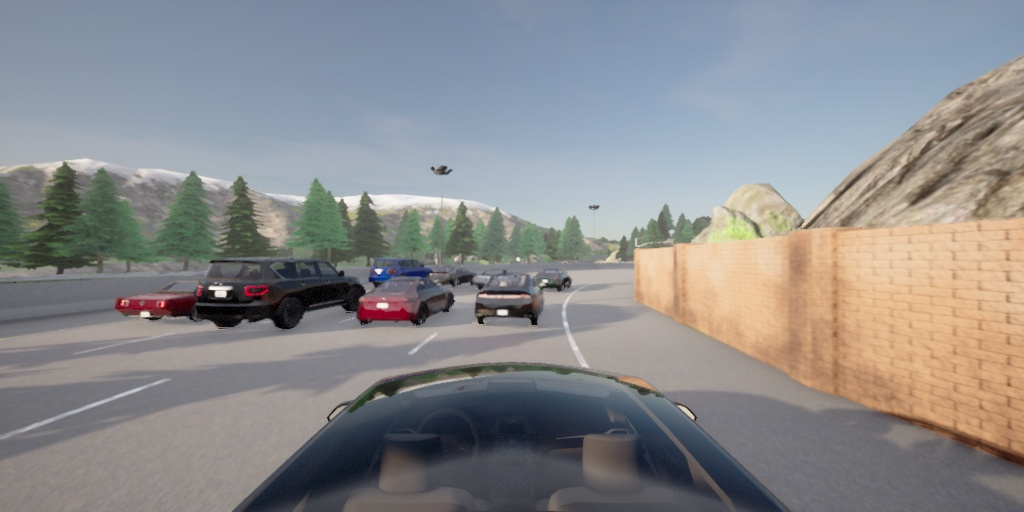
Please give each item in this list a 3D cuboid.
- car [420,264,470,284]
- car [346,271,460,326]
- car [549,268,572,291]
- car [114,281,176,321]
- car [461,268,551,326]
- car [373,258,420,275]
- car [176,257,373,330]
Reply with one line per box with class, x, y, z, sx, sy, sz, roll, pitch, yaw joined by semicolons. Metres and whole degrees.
car;-4.075;1.429;25.518;2.128;1.511;4.902;0;0;19
car;-3.434;1.397;12.230;1.994;1.385;4.181;0;0;8
car;2.643;1.486;23.512;1.994;1.385;4.181;0;0;19
car;-10.446;1.437;12.683;1.895;1.301;4.718;0;0;7
car;0.072;1.324;12.036;2.128;1.511;4.902;0;0;8
car;-7.757;1.162;25.637;2.150;2.045;5.566;0;0;18
car;-7.054;1.053;11.703;2.150;2.045;5.566;0;0;6
